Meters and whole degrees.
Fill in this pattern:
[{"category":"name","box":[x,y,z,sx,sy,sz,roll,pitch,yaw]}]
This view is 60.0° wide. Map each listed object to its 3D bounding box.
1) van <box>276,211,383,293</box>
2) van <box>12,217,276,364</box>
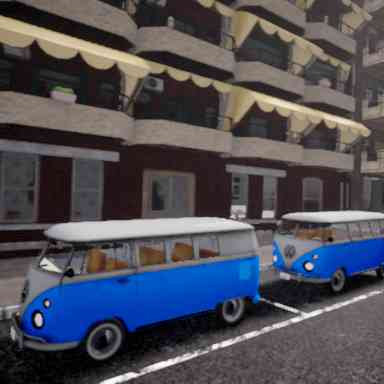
[{"category":"van","box":[3.853,1.425,8.835,3.998,1.788,1.690,1,1,-36]},{"category":"van","box":[-0.644,1.368,5.614,3.998,1.788,1.690,1,1,-36]}]
